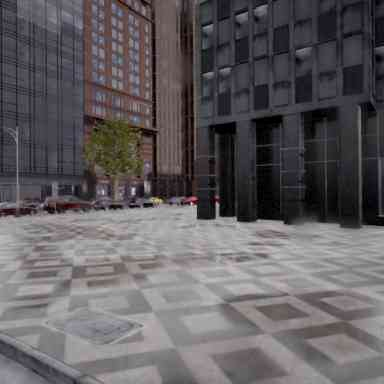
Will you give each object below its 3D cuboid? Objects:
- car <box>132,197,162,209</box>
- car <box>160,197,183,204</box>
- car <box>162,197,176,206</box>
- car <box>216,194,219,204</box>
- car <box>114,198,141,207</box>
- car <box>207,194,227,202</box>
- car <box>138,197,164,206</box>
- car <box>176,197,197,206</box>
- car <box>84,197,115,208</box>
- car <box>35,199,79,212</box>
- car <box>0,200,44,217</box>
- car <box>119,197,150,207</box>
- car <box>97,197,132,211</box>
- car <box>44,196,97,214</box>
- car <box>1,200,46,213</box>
[{"bbox_3d":[-6.426,1.510,43.770,1.947,1.339,4.313,-1,0,35],"label":"car"},{"bbox_3d":[-3.814,1.576,62.539,1.947,1.339,4.313,-1,0,35],"label":"car"},{"bbox_3d":[-2.021,1.497,54.741,2.033,1.411,5.357,-1,0,35],"label":"car"},{"bbox_3d":[3.192,1.223,57.687,2.192,1.841,5.009,-1,0,35],"label":"car"},{"bbox_3d":[-10.228,1.614,53.261,1.802,1.307,4.206,-1,0,35],"label":"car"},{"bbox_3d":[5.806,1.298,76.456,2.192,1.841,5.009,-1,0,35],"label":"car"},{"bbox_3d":[-7.118,1.546,57.760,1.752,1.417,4.829,-1,0,35],"label":"car"},{"bbox_3d":[-0.013,1.463,53.047,1.887,1.381,4.507,-1,0,35],"label":"car"},{"bbox_3d":[-13.437,1.486,48.623,1.967,1.590,4.097,-1,0,35],"label":"car"},{"bbox_3d":[-16.108,1.563,39.914,1.812,1.442,4.674,-1,0,34],"label":"car"},{"bbox_3d":[-16.046,1.577,29.856,1.802,1.307,4.206,-1,0,35],"label":"car"},{"bbox_3d":[-8.729,1.528,50.553,1.812,1.442,4.674,-1,0,35],"label":"car"},{"bbox_3d":[-9.632,1.526,39.133,1.947,1.339,4.313,-1,0,35],"label":"car"},{"bbox_3d":[-12.841,1.291,34.496,2.192,1.841,5.009,-1,0,35],"label":"car"},{"bbox_3d":[-19.849,1.643,39.346,1.947,1.339,4.313,-1,0,35],"label":"car"}]
